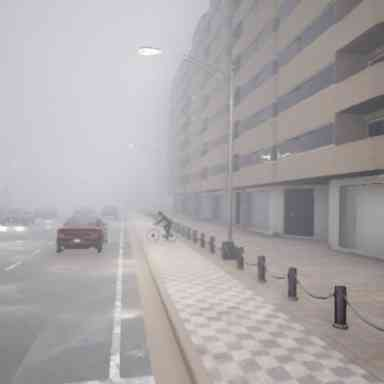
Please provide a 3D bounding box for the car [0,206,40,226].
[{"bbox_3d":[-15.151,2.165,29.087,1.994,1.385,4.181,2,-2,-12],"label":"car"}]

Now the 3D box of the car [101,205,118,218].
[{"bbox_3d":[-10.973,2.516,44.392,2.097,1.767,4.553,2,-2,-12],"label":"car"}]

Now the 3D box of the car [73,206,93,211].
[{"bbox_3d":[-14.037,2.550,41.915,1.812,1.442,4.674,2,-2,-12],"label":"car"}]

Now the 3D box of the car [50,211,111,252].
[{"bbox_3d":[-5.104,1.876,15.843,1.882,1.535,5.008,2,-2,-11],"label":"car"}]

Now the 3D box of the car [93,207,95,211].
[{"bbox_3d":[-16.159,2.895,52.028,1.895,1.301,4.718,2,-2,-13],"label":"car"}]

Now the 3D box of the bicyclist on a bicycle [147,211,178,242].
[{"bbox_3d":[-1.542,1.826,17.505,1.656,1.620,0.582,1,-2,-12],"label":"bicyclist on a bicycle"}]

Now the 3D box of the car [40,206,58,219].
[{"bbox_3d":[-17.179,2.349,39.121,1.882,1.535,5.008,2,-2,-11],"label":"car"}]
